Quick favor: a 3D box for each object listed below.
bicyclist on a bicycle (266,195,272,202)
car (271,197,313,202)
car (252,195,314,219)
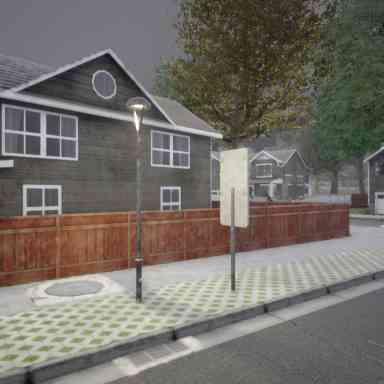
[{"bbox_3d":[7.508,1.130,32.287,0.582,1.620,1.656,1,1,43],"label":"bicyclist on a bicycle"},{"bbox_3d":[8.226,1.365,23.607,5.008,1.535,1.882,0,0,43],"label":"car"},{"bbox_3d":[7.639,1.209,28.184,4.553,1.767,2.097,1,0,43],"label":"car"}]
